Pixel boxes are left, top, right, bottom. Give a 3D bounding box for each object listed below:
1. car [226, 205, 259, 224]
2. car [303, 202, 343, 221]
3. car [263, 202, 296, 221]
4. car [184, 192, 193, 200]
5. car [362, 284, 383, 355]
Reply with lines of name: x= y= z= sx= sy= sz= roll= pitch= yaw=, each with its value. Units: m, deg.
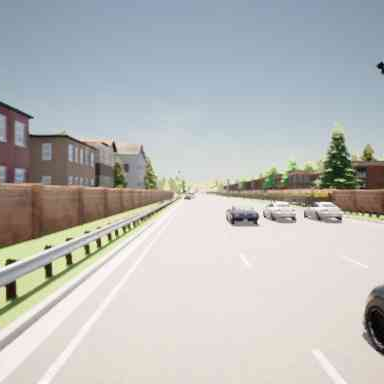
car: x=3.598 y=1.612 z=24.556 sx=1.895 sy=1.301 sz=4.718 roll=0 pitch=0 yaw=0
car: x=10.584 y=1.538 z=27.100 sx=1.812 sy=1.442 sz=4.674 roll=0 pitch=0 yaw=0
car: x=7.083 y=1.538 z=27.159 sx=1.812 sy=1.442 sz=4.674 roll=0 pitch=0 yaw=0
car: x=-1.234 y=1.566 z=92.721 sx=1.812 sy=1.442 sz=4.674 roll=0 pitch=0 yaw=0
car: x=3.597 y=1.566 z=3.403 sx=1.994 sy=1.385 sz=4.181 roll=0 pitch=0 yaw=0
